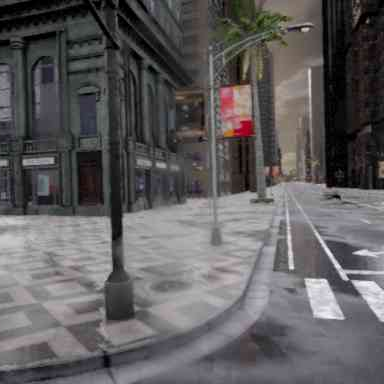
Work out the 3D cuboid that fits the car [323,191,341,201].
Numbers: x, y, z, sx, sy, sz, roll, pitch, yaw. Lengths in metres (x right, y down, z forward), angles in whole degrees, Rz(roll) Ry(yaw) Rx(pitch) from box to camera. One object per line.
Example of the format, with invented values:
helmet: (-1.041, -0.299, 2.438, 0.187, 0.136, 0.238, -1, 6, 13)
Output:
car: (19.387, 0.486, 46.167, 1.895, 1.301, 4.718, -1, 1, 16)
